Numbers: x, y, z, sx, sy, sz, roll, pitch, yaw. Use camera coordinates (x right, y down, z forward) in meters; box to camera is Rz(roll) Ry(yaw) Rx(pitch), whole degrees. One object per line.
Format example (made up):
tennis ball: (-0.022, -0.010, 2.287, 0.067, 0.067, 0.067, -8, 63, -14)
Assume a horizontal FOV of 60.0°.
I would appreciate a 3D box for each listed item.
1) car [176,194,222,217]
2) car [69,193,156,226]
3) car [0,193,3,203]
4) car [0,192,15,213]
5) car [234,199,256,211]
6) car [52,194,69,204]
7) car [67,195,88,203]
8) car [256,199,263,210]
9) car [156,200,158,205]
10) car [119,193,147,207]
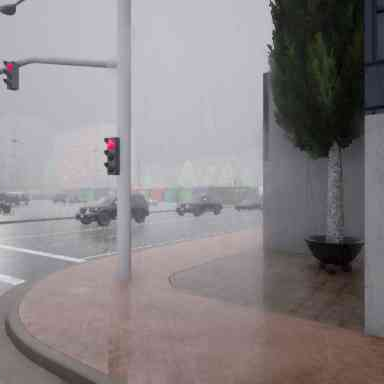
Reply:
car: (0.797, 1.221, 32.131, 2.150, 2.045, 5.566, 0, 0, 37)
car: (-5.479, 1.221, 23.733, 2.150, 2.045, 5.566, 0, 0, 36)
car: (-38.588, 1.153, 64.051, 4.605, 1.855, 1.932, 0, 0, 35)
car: (-20.145, 1.156, 33.698, 3.866, 1.878, 1.905, 0, 0, 35)
car: (7.203, 1.547, 40.640, 2.033, 1.411, 5.357, 0, 0, 37)
car: (-23.097, 1.153, 59.848, 4.605, 1.855, 1.932, 0, 0, 35)
car: (-21.366, 1.364, 62.171, 3.905, 1.438, 1.784, 0, 0, 35)
car: (9.641, 1.547, 37.750, 2.033, 1.411, 5.357, 0, 0, 37)
car: (-7.119, 1.395, 52.067, 3.806, 1.475, 1.970, 0, 0, 35)
car: (-8.805, 1.156, 49.713, 3.866, 1.878, 1.905, 0, 0, 35)
